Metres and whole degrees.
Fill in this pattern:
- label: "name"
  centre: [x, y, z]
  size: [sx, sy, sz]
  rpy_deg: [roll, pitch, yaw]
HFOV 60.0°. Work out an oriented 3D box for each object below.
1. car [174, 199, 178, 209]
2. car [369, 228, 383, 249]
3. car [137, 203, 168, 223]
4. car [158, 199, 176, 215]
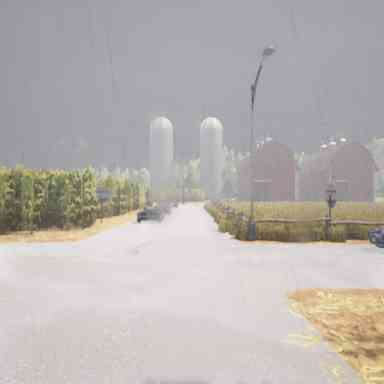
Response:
- label: "car"
  centre: [-3.256, 1.913, 54.864]
  size: [2.128, 1.511, 4.902]
  rpy_deg: [0, 0, 0]
- label: "car"
  centre: [9.809, 1.739, 13.592]
  size: [4.674, 1.442, 1.812]
  rpy_deg: [1, 0, 2]
- label: "car"
  centre: [-3.273, 1.778, 27.121]
  size: [1.895, 1.301, 4.718]
  rpy_deg: [0, -1, 0]
- label: "car"
  centre: [-3.296, 1.848, 38.164]
  size: [2.033, 1.411, 5.357]
  rpy_deg: [0, -1, 0]
